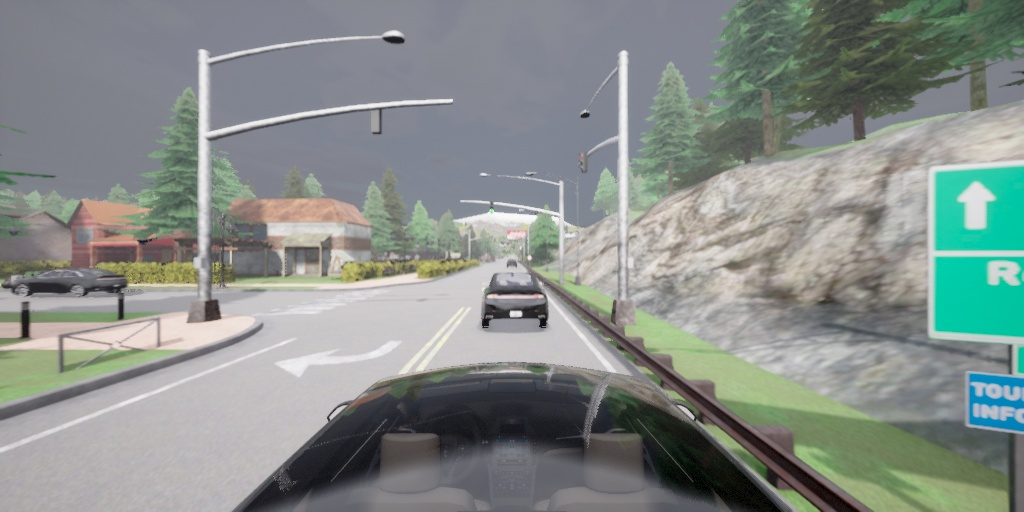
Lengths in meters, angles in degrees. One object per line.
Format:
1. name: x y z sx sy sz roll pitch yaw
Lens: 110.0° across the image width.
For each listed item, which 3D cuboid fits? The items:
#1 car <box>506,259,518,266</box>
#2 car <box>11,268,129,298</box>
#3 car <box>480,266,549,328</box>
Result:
1. car: -0.020 1.287 62.300 1.837 1.490 4.892 0 0 0
2. car: -23.772 1.412 19.363 4.902 1.511 2.128 0 0 0
3. car: 0.013 1.247 11.429 2.128 1.511 4.902 0 0 -2
